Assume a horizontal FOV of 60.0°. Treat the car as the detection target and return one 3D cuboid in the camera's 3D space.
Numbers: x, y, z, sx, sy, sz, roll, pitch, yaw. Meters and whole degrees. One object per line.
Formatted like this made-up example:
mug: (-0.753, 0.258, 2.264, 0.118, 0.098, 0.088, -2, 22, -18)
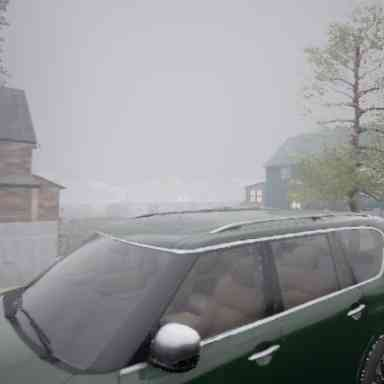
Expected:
car: (-0.053, 1.229, 3.032, 5.566, 2.045, 2.150, 0, 0, -36)
